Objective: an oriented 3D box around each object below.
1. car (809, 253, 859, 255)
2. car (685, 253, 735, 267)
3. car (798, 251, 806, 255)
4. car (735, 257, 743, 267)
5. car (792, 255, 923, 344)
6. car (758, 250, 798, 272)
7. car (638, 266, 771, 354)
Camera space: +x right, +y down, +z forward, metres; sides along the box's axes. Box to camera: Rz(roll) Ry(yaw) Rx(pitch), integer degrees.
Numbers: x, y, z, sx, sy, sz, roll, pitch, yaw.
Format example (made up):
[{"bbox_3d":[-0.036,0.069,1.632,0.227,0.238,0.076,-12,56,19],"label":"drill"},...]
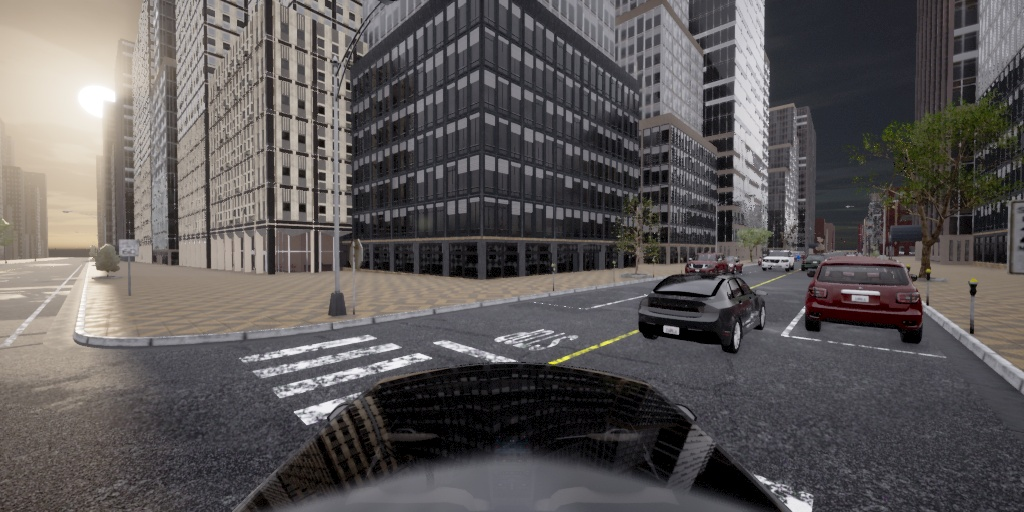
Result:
[{"bbox_3d":[12.886,0.906,13.583,2.192,1.841,5.009,0,0,43],"label":"car"},{"bbox_3d":[14.780,0.669,27.082,2.192,1.841,5.009,0,0,43],"label":"car"},{"bbox_3d":[30.238,0.590,35.576,2.097,1.767,4.553,1,1,44],"label":"car"},{"bbox_3d":[18.597,0.731,31.123,1.967,1.591,4.097,0,0,43],"label":"car"},{"bbox_3d":[9.139,0.971,9.478,2.192,1.841,5.009,0,0,43],"label":"car"},{"bbox_3d":[26.914,0.442,36.169,2.150,2.045,5.566,1,1,43],"label":"car"},{"bbox_3d":[4.759,1.164,8.725,1.837,1.490,4.892,1,1,43],"label":"car"}]
